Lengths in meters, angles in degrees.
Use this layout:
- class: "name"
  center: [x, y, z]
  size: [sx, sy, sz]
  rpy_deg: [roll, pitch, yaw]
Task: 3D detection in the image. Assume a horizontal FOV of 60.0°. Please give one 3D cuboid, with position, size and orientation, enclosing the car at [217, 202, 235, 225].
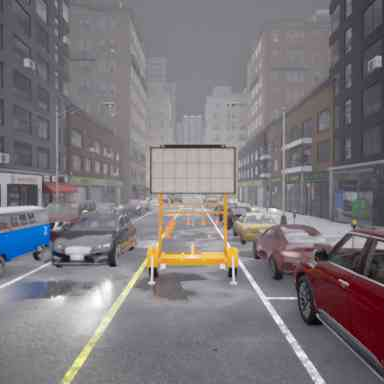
- class: "car"
  center: [2.902, 1.556, 20.839]
  size: [1.947, 1.339, 4.313]
  rpy_deg: [-1, 0, 0]

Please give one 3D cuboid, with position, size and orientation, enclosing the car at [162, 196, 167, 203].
- class: "car"
  center: [-5.539, 1.492, 65.543]
  size: [1.887, 1.381, 4.507]
  rpy_deg: [-1, 0, 0]

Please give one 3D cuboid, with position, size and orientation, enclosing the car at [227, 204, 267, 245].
- class: "car"
  center: [2.889, 1.518, 15.424]
  size: [1.752, 1.417, 4.829]
  rpy_deg: [-1, 0, 0]

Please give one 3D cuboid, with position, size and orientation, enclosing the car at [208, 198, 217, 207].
- class: "car"
  center: [2.928, 1.533, 32.011]
  size: [2.008, 1.369, 4.403]
  rpy_deg: [-1, 0, 0]

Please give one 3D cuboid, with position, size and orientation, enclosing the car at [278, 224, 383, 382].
- class: "car"
  center: [2.860, 1.313, 4.082]
  size: [2.192, 1.841, 5.009]
  rpy_deg: [-1, 0, 0]

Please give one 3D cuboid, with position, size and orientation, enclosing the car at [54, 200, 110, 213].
- class: "car"
  center: [-5.648, 1.308, 15.272]
  size: [2.192, 1.841, 5.009]
  rpy_deg: [-1, 0, 0]

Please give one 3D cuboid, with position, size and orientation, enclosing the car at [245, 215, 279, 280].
- class: "car"
  center: [2.876, 1.578, 9.667]
  size: [1.802, 1.307, 4.206]
  rpy_deg: [-1, 0, 0]

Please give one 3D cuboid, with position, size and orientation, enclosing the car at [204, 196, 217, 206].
- class: "car"
  center: [2.980, 1.486, 54.524]
  size: [1.752, 1.417, 4.829]
  rpy_deg: [-1, 0, 0]

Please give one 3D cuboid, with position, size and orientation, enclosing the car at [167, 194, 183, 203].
- class: "car"
  center: [-2.878, 1.177, 62.411]
  size: [2.150, 2.045, 5.566]
  rpy_deg: [0, 0, 0]

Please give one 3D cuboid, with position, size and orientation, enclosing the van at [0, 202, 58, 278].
- class: "van"
  center: [-5.659, 1.337, 9.686]
  size: [1.690, 1.788, 3.998]
  rpy_deg: [-1, 0, 0]

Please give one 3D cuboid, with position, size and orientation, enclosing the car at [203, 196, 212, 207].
- class: "car"
  center: [2.967, 1.518, 48.769]
  size: [2.008, 1.369, 4.403]
  rpy_deg: [-1, 0, 0]

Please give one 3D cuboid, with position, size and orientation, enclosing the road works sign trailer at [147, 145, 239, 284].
- class: "road works sign trailer"
  center: [0.026, 0.460, 9.506]
  size: [2.380, 3.560, 2.880]
  rpy_deg: [0, 0, 0]

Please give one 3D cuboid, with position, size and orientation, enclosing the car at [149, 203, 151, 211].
- class: "car"
  center: [-5.598, 1.560, 37.615]
  size: [1.802, 1.307, 4.206]
  rpy_deg: [-1, 0, 0]

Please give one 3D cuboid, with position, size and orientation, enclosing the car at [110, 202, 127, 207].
- class: "car"
  center: [-5.634, 1.430, 20.857]
  size: [1.967, 1.590, 4.097]
  rpy_deg: [-1, 0, 0]

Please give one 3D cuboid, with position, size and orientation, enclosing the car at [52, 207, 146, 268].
- class: "car"
  center: [-3.076, 1.487, 11.362]
  size: [2.128, 1.511, 4.902]
  rpy_deg: [0, 0, 0]

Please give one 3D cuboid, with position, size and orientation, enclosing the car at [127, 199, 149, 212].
- class: "car"
  center: [-5.611, 1.423, 32.028]
  size: [1.967, 1.590, 4.097]
  rpy_deg: [-1, 0, 0]

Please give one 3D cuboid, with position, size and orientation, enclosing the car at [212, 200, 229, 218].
- class: "car"
  center: [2.915, 1.552, 26.425]
  size: [1.947, 1.339, 4.313]
  rpy_deg: [-1, 0, 0]

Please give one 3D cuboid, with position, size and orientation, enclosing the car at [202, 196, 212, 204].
- class: "car"
  center: [3.006, 1.529, 65.526]
  size: [1.802, 1.307, 4.206]
  rpy_deg: [-1, 0, 0]

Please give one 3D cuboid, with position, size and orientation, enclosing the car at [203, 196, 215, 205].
- class: "car"
  center: [2.993, 1.520, 59.941]
  size: [1.947, 1.339, 4.313]
  rpy_deg: [-1, 0, 0]
